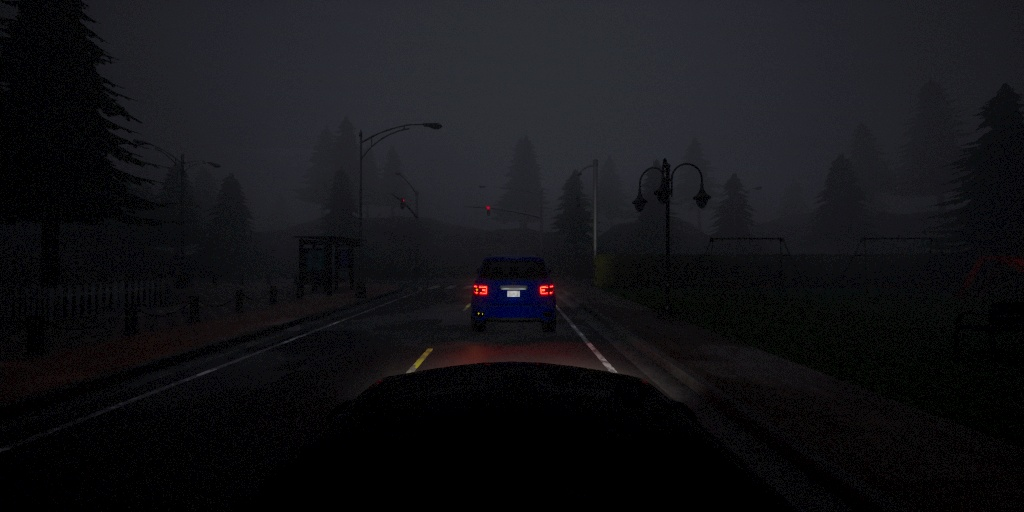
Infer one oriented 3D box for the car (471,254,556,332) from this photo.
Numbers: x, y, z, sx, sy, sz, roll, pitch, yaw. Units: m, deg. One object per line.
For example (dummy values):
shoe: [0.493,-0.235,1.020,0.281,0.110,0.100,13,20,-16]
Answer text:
car: [0.057,0.971,10.993,2.150,2.045,5.566,0,0,0]
